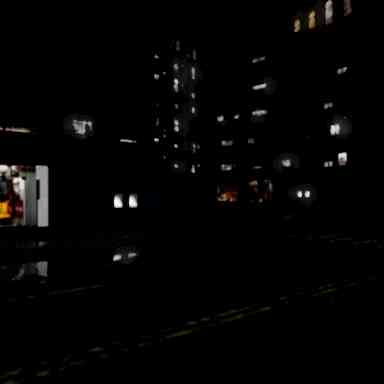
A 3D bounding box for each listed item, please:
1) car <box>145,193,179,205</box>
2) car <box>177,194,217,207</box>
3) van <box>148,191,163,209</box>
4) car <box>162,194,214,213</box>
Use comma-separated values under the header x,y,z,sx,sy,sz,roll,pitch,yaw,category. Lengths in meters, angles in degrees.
x,y,z,sx,sy,sz,roll,pitch,yaw,category
-3.867,0.906,42.855,4.206,1.307,1.802,1,0,37,car
0.541,0.981,39.524,4.403,1.369,2.008,1,0,37,car
-4.534,0.778,32.860,3.998,1.788,1.690,1,0,37,van
-0.132,1.094,29.527,4.403,1.369,2.008,1,0,37,car
